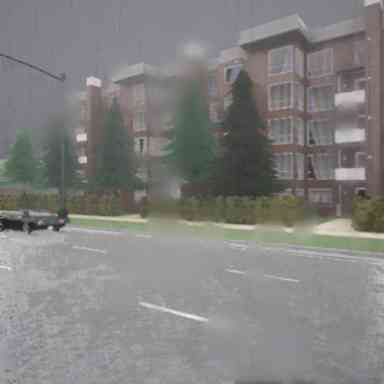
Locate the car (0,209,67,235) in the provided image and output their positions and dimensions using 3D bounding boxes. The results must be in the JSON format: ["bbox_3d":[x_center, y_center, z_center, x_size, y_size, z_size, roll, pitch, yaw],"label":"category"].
[{"bbox_3d":[-9.395,1.648,19.192,4.718,1.301,1.895,0,0,36],"label":"car"}]
